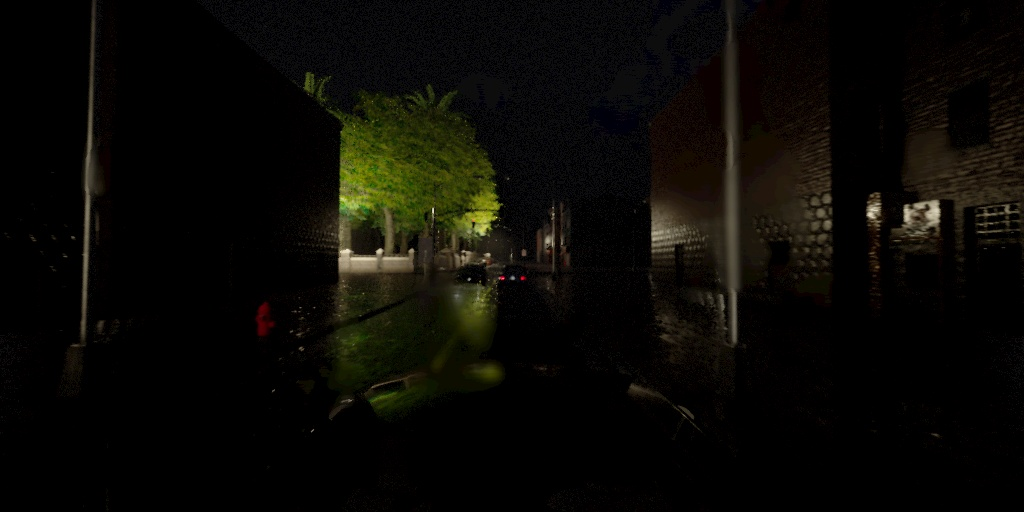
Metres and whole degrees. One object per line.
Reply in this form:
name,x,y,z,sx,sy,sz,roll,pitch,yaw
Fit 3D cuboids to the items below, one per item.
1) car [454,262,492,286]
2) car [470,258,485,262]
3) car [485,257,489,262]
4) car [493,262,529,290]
car,-2.704,1.294,24.739,1.994,1.385,4.181,0,0,1
car,-5.412,1.275,51.819,2.007,1.370,4.403,0,0,0
car,-5.425,1.280,58.954,2.007,1.370,4.403,0,0,0
car,0.065,1.283,22.486,2.033,1.411,5.357,0,0,1
